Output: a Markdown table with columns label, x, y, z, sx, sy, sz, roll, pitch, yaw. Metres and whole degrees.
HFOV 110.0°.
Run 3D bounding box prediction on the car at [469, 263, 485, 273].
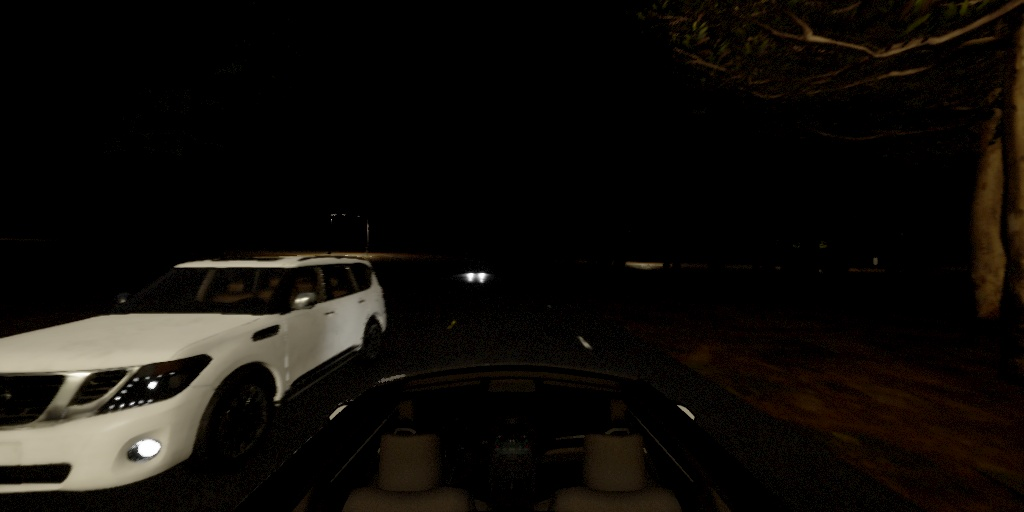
| label | x | y | z | sx | sy | sz | roll | pitch | yaw |
| --- | --- | --- | --- | --- | --- | --- | --- | --- | --- |
| car | -4.653 | 1.560 | 48.193 | 1.895 | 1.301 | 4.718 | 0 | 1 | -1 |

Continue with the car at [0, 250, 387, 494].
| label | x | y | z | sx | sy | sz | roll | pitch | yaw |
| --- | --- | --- | --- | --- | --- | --- | --- | --- | --- |
| car | -3.626 | 1.012 | 5.178 | 2.150 | 2.045 | 5.566 | 0 | -1 | 0 |
